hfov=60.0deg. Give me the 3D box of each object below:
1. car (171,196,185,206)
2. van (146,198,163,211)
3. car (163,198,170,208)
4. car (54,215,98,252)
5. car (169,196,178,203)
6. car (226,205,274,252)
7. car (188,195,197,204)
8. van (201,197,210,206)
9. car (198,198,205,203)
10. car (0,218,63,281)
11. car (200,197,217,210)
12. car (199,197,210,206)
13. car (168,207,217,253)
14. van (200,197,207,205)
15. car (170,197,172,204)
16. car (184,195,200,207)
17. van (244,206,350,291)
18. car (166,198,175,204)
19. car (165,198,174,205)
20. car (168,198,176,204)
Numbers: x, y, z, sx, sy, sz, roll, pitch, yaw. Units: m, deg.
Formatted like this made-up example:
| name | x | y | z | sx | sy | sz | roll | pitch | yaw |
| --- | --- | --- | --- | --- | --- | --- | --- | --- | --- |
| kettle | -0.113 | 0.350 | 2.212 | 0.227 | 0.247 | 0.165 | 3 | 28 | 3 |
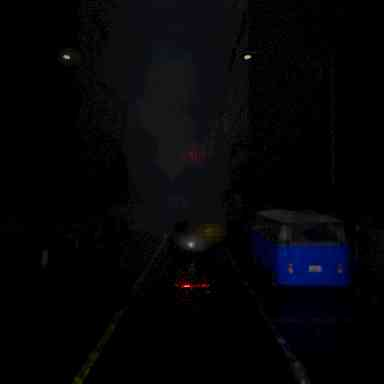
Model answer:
| name | x | y | z | sx | sy | sz | roll | pitch | yaw |
| --- | --- | --- | --- | --- | --- | --- | --- | --- | --- |
| car | -2.712 | 1.979 | 68.199 | 2.097 | 1.767 | 4.553 | 0 | -1 | 0 |
| van | -5.380 | 1.768 | 46.456 | 1.690 | 1.788 | 3.998 | 0 | -1 | 0 |
| car | -5.370 | 2.091 | 57.266 | 1.947 | 1.339 | 4.313 | 0 | -1 | 0 |
| car | -5.380 | 1.701 | 14.491 | 1.947 | 1.339 | 4.313 | 0 | -1 | 0 |
| car | -5.337 | 2.182 | 95.110 | 2.192 | 1.841 | 5.009 | 0 | -1 | 0 |
| car | 2.645 | 1.451 | 14.489 | 2.192 | 1.841 | 5.009 | 0 | -1 | 0 |
| car | 0.051 | 1.804 | 81.694 | 2.150 | 2.045 | 5.566 | 0 | -1 | 0 |
| van | 2.731 | 1.965 | 68.076 | 1.690 | 1.788 | 3.998 | 0 | -1 | 0 |
| car | 2.724 | 2.394 | 95.274 | 1.752 | 1.417 | 4.829 | 0 | -1 | 0 |
| car | -5.383 | 1.629 | 8.981 | 1.887 | 1.381 | 4.507 | 0 | -1 | 0 |
| car | 2.736 | 1.791 | 51.858 | 2.192 | 1.841 | 5.009 | 0 | -1 | 0 |
| car | 2.730 | 1.987 | 73.483 | 2.192 | 1.841 | 5.009 | 0 | -1 | 0 |
| car | 0.022 | 1.642 | 14.302 | 1.837 | 1.490 | 4.892 | 0 | 0 | 1 |
| van | 2.728 | 2.062 | 78.888 | 1.690 | 1.788 | 3.998 | 0 | -1 | 0 |
| car | -5.365 | 2.119 | 62.672 | 1.887 | 1.381 | 4.507 | 0 | -1 | 0 |
| car | 0.043 | 1.955 | 66.033 | 2.097 | 1.767 | 4.553 | 0 | -1 | 0 |
| van | 2.642 | 1.426 | 8.977 | 1.690 | 1.788 | 3.998 | 0 | -1 | 0 |
| car | -5.346 | 2.320 | 84.296 | 2.008 | 1.369 | 4.403 | 0 | -1 | 0 |
| car | -5.351 | 2.245 | 78.721 | 1.752 | 1.417 | 4.829 | 0 | -1 | 0 |
| car | -5.341 | 2.384 | 89.702 | 1.947 | 1.339 | 4.313 | 0 | -1 | 0 |
